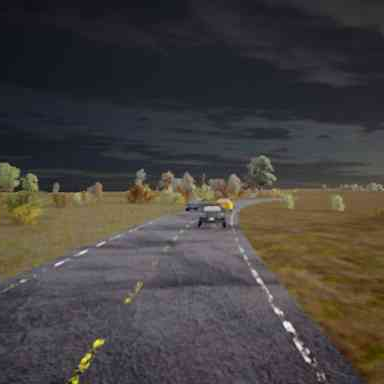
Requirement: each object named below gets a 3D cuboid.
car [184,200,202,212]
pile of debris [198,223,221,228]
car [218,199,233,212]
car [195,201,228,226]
[{"bbox_3d":[0.442,1.641,39.659,2.033,1.411,5.357,0,0,10],"label":"car"},{"bbox_3d":[1.196,2.242,22.476,1.500,0.140,1.860,0,0,6],"label":"pile of debris"},{"bbox_3d":[4.083,1.591,41.733,1.882,1.535,5.008,0,0,10],"label":"car"},{"bbox_3d":[1.497,1.593,23.775,1.812,1.442,4.674,1,0,6],"label":"car"}]
